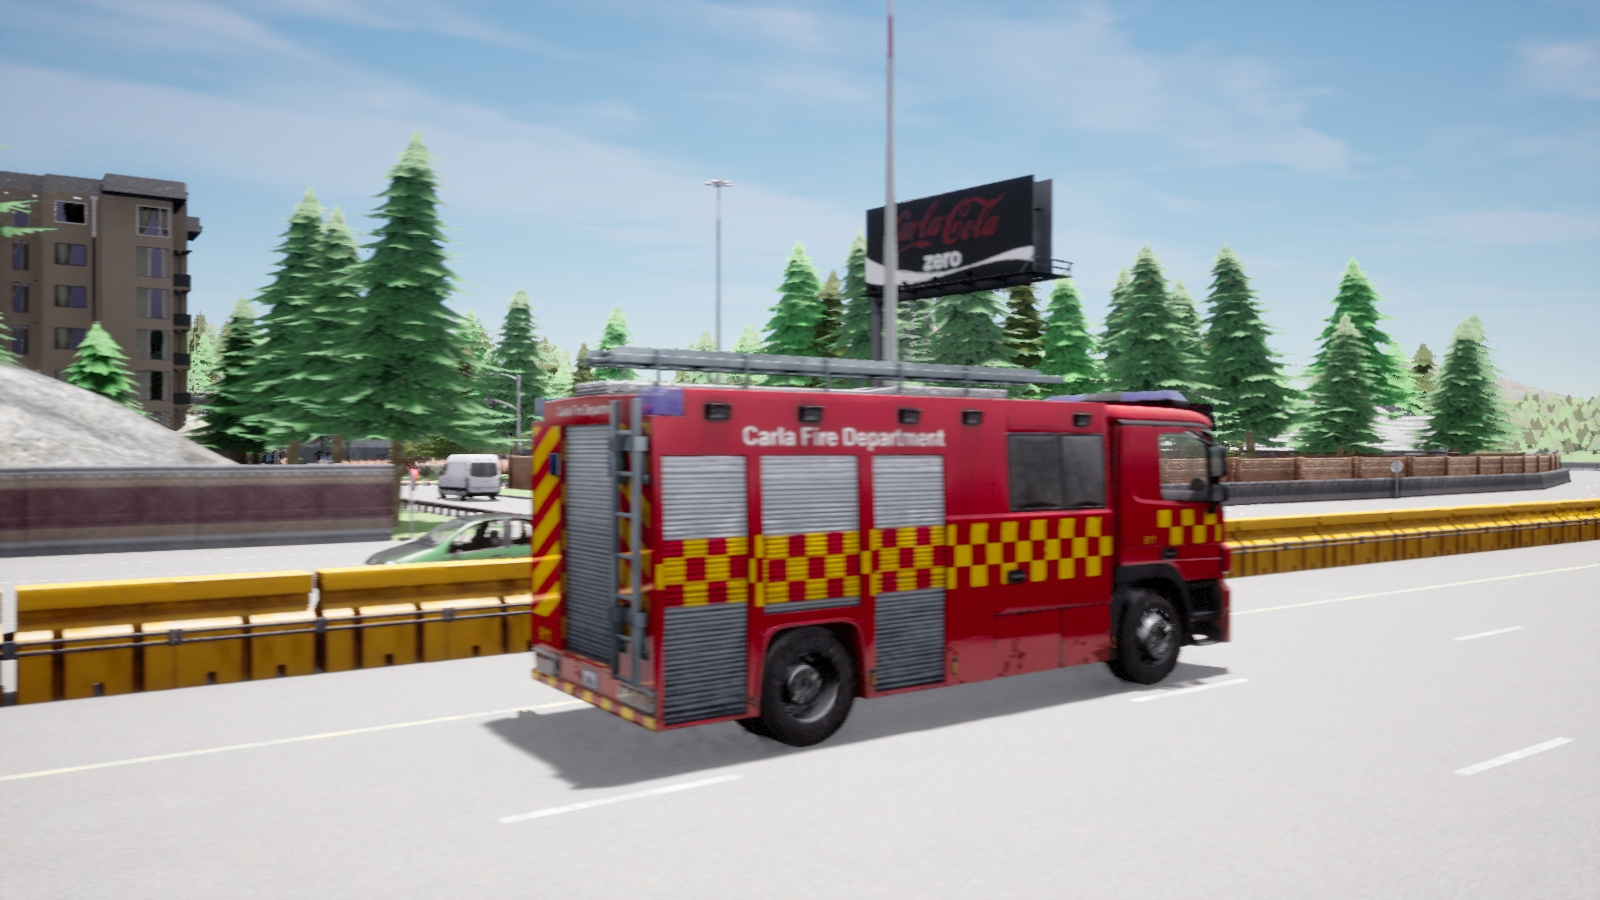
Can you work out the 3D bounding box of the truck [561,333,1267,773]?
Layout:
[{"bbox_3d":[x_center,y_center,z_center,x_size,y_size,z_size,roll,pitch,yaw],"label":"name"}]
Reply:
[{"bbox_3d":[1.728,0.896,13.533,8.468,3.827,2.891,0,0,-35],"label":"truck"}]

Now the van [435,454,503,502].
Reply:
[{"bbox_3d":[-18.808,1.525,64.653,1.988,2.561,5.915,0,0,-34],"label":"van"}]

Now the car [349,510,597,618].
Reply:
[{"bbox_3d":[-5.962,2.003,20.977,3.988,1.617,1.851,0,0,-35],"label":"car"}]
